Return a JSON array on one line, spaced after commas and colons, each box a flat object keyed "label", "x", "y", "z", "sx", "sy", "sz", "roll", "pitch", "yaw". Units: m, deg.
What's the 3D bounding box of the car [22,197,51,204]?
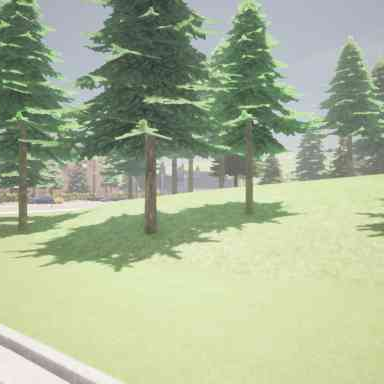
[{"label": "car", "x": -29.525, "y": 1.595, "z": 63.186, "sx": 1.895, "sy": 1.301, "sz": 4.718, "roll": 0, "pitch": 0, "yaw": 35}]

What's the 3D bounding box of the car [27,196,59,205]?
[{"label": "car", "x": -25.751, "y": 1.525, "z": 56.534, "sx": 1.812, "sy": 1.442, "sz": 4.674, "roll": 0, "pitch": 0, "yaw": 35}]

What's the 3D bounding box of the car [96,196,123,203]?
[{"label": "car", "x": -16.833, "y": 1.525, "z": 69.072, "sx": 2.128, "sy": 1.511, "sz": 4.902, "roll": 0, "pitch": 0, "yaw": 35}]

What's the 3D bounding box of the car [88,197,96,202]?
[{"label": "car", "x": -21.170, "y": 1.588, "z": 75.074, "sx": 1.895, "sy": 1.301, "sz": 4.718, "roll": 0, "pitch": 0, "yaw": 35}]

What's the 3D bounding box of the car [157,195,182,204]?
[{"label": "car", "x": -4.774, "y": 1.352, "z": 66.151, "sx": 2.097, "sy": 1.767, "sz": 4.553, "roll": 0, "pitch": 0, "yaw": 36}]

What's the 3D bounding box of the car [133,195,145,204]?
[{"label": "car", "x": -9.622, "y": 1.352, "z": 65.419, "sx": 2.097, "sy": 1.767, "sz": 4.553, "roll": 0, "pitch": 0, "yaw": 35}]

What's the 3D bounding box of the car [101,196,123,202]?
[{"label": "car", "x": -17.689, "y": 1.584, "z": 73.940, "sx": 1.895, "sy": 1.301, "sz": 4.718, "roll": 0, "pitch": 0, "yaw": 35}]

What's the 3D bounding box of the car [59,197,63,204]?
[{"label": "car", "x": -26.374, "y": 1.477, "z": 61.653, "sx": 1.882, "sy": 1.535, "sz": 5.008, "roll": 0, "pitch": 0, "yaw": 36}]
